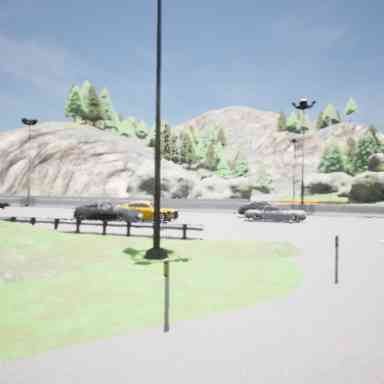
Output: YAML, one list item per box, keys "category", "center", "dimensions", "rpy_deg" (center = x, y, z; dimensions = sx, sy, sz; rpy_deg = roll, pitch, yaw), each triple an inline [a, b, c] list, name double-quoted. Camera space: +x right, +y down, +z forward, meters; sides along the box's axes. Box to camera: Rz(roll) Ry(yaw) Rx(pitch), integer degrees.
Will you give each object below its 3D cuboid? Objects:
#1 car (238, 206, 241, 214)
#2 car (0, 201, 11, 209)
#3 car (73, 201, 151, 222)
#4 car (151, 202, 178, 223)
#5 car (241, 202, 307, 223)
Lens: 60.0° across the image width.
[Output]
- category: "car"
  center: [6.496, 1.634, 29.902]
  dimensions: [4.674, 1.442, 1.812]
  rpy_deg: [1, 0, 17]
- category: "car"
  center: [-24.233, 1.290, 39.382]
  dimensions: [5.357, 1.411, 2.033]
  rpy_deg: [1, 0, 17]
- category: "car"
  center: [-5.690, 1.443, 22.669]
  dimensions: [4.902, 1.511, 2.128]
  rpy_deg: [1, 0, 17]
- category: "car"
  center: [-3.524, 1.459, 25.664]
  dimensions: [5.008, 1.535, 1.882]
  rpy_deg: [1, 0, 17]
- category: "car"
  center: [6.589, 1.706, 26.211]
  dimensions: [4.718, 1.301, 1.895]
  rpy_deg: [1, 0, 17]
